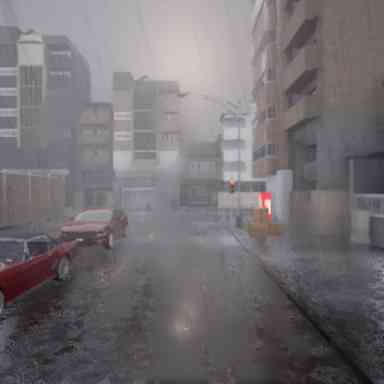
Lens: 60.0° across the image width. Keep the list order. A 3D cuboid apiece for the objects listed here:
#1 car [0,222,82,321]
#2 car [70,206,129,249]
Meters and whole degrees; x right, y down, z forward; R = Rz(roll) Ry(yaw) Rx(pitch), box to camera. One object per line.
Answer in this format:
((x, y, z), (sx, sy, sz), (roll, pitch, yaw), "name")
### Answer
((-4.089, 1.567, 6.941), (1.895, 1.301, 4.718), (0, 0, 0), "car")
((-4.001, 1.409, 14.362), (1.882, 1.535, 5.008), (0, 0, 0), "car")
